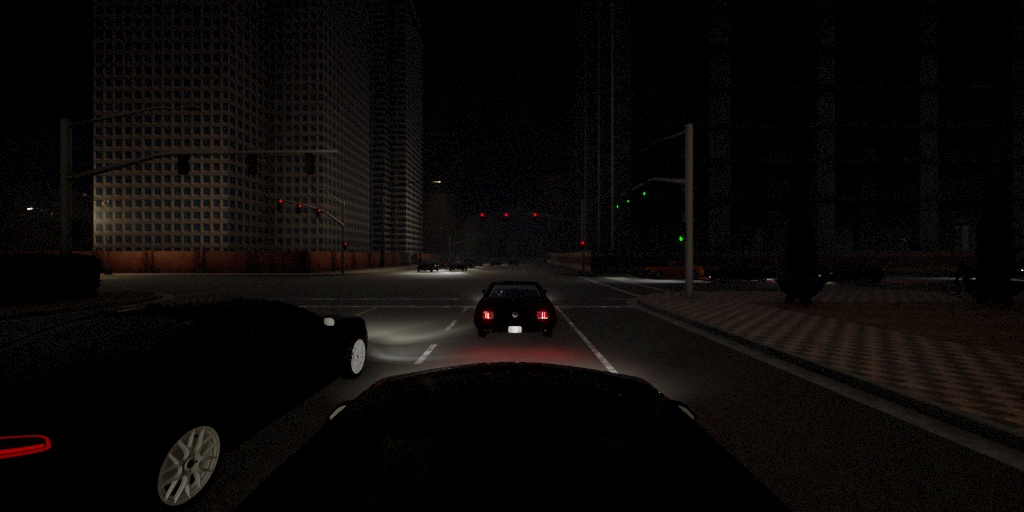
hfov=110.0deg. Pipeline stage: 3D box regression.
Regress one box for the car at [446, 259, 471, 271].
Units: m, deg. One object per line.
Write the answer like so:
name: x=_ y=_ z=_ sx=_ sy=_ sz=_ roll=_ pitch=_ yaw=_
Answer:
car: x=-7.223 y=1.351 z=48.465 sx=1.895 sy=1.301 sz=4.718 roll=0 pitch=0 yaw=1

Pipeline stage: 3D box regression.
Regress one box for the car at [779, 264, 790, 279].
car: x=25.336 y=1.298 z=31.882 sx=5.357 sy=1.411 sz=2.033 roll=0 pitch=0 yaw=0

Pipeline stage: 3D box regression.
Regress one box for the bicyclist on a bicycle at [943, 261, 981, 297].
bicyclist on a bicycle: x=20.758 y=1.051 z=16.429 sx=0.582 sy=1.620 sz=1.656 roll=0 pitch=0 yaw=0

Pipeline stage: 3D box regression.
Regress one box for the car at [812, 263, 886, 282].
car: x=26.690 y=1.276 z=28.364 sx=4.674 sy=1.442 sz=1.812 roll=0 pitch=0 yaw=0

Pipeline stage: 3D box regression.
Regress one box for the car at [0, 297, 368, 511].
car: x=-3.452 y=1.228 z=4.278 sx=1.882 sy=1.535 sz=5.008 roll=0 pitch=0 yaw=1

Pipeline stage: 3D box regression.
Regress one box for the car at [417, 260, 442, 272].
car: x=-10.755 y=1.228 z=46.115 sx=1.882 sy=1.535 sz=5.008 roll=0 pitch=0 yaw=1

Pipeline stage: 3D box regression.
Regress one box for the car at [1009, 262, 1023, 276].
car: x=46.297 y=1.242 z=31.682 sx=4.902 sy=1.511 sz=2.128 roll=0 pitch=0 yaw=1

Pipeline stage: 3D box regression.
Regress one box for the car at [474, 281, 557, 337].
car: x=0.074 y=1.351 z=10.227 sx=1.895 sy=1.301 sz=4.718 roll=0 pitch=0 yaw=0

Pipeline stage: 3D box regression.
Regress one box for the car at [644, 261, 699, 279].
car: x=14.338 y=1.228 z=31.954 sx=5.008 sy=1.535 sz=1.882 roll=0 pitch=0 yaw=0

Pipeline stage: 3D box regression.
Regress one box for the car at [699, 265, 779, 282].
car: x=17.909 y=1.351 z=28.430 sx=4.718 sy=1.301 sz=1.895 roll=0 pitch=0 yaw=0

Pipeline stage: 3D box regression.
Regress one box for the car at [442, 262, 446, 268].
car: x=-10.618 y=1.351 z=55.457 sx=1.895 sy=1.301 sz=4.718 roll=0 pitch=0 yaw=1

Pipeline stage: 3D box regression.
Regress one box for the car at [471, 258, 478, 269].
car: x=-7.075 y=1.255 z=57.681 sx=1.837 sy=1.490 sz=4.892 roll=0 pitch=0 yaw=1
